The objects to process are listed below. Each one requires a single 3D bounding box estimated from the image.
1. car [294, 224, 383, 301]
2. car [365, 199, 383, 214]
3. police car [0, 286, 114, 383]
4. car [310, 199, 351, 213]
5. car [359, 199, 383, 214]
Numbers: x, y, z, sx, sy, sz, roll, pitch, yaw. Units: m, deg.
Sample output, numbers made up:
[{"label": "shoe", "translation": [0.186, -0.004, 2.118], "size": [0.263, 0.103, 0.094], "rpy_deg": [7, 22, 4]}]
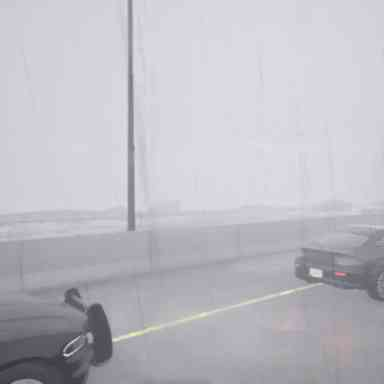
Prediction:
[{"label": "car", "translation": [4.536, 1.534, 8.308], "size": [4.674, 1.442, 1.812], "rpy_deg": [0, 0, -34]}, {"label": "car", "translation": [21.322, 1.487, 35.949], "size": [5.008, 1.535, 1.882], "rpy_deg": [0, 0, -23]}, {"label": "police car", "translation": [-3.275, 1.467, 2.722], "size": [5.238, 1.638, 1.930], "rpy_deg": [0, 0, -38]}, {"label": "car", "translation": [15.505, 1.539, 37.193], "size": [5.008, 1.535, 1.882], "rpy_deg": [0, 0, -25]}, {"label": "car", "translation": [17.528, 1.490, 30.417], "size": [5.008, 1.535, 1.882], "rpy_deg": [0, 0, -25]}]
